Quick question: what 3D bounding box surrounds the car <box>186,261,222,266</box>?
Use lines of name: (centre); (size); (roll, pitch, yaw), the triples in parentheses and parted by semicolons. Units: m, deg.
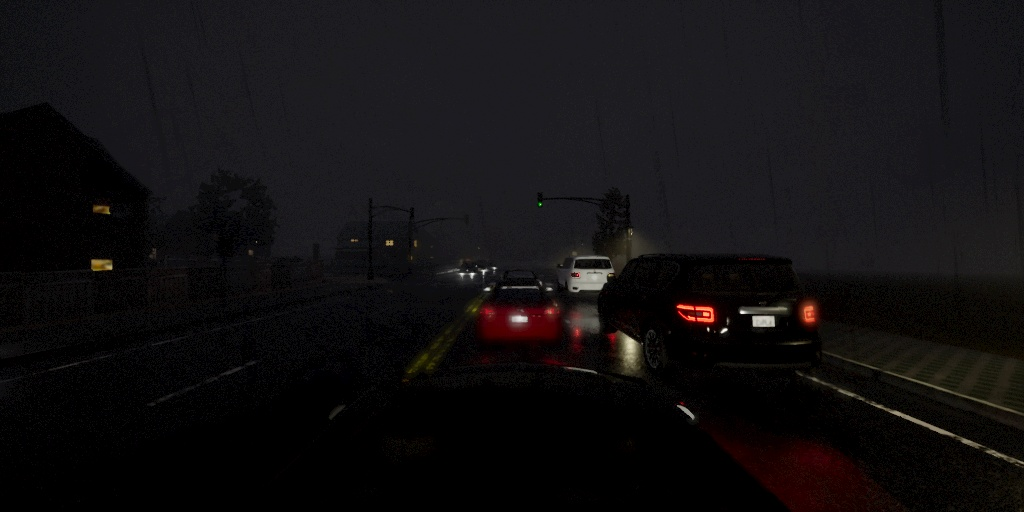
car: (-30.409, 0.829, 35.871); (5.357, 1.411, 2.033); (1, -1, 16)

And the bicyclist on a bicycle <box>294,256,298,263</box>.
bicyclist on a bicycle: (-24.186, 0.781, 40.222); (0.582, 1.620, 1.656); (1, -1, 16)

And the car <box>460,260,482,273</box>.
car: (-5.414, 1.366, 45.925); (2.033, 1.411, 5.357); (0, 0, 0)

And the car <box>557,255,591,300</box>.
car: (3.555, 0.983, 17.869); (2.150, 2.045, 5.566); (0, 0, 1)

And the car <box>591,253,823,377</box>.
car: (3.402, 0.974, 7.512); (2.150, 2.045, 5.566); (0, 0, 0)

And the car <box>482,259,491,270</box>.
car: (-4.821, 1.347, 55.786); (1.837, 1.490, 4.892); (0, 0, 4)

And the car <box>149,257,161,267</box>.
car: (-40.288, 0.625, 38.641); (4.892, 1.490, 1.837); (1, -1, 16)

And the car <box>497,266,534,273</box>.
car: (0.343, 1.364, 18.444); (1.895, 1.301, 4.718); (0, 0, -3)

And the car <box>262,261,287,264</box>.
car: (-20.869, 0.940, 33.205); (4.892, 1.490, 1.837); (1, -1, 16)

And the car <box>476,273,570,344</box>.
car: (0.178, 1.319, 9.634); (1.994, 1.385, 4.181); (0, 0, 0)
